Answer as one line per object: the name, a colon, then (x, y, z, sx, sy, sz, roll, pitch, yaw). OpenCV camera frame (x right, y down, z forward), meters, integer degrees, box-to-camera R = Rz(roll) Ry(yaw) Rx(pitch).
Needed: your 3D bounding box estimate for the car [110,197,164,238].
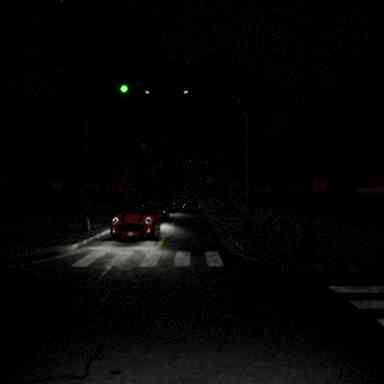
car: (-2.849, 1.359, 17.634, 2.097, 1.767, 4.553, 0, 0, 0)

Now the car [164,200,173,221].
car: (-2.850, 1.630, 27.519, 1.895, 1.301, 4.718, 0, 0, 0)

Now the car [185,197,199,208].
car: (-0.003, 1.636, 49.288, 1.812, 1.442, 4.674, 0, 0, 0)

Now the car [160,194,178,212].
car: (-2.843, 1.287, 39.392, 2.150, 2.045, 5.566, 0, 0, 0)

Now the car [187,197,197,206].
car: (-0.004, 1.669, 59.304, 1.837, 1.490, 4.892, 0, 0, 0)
